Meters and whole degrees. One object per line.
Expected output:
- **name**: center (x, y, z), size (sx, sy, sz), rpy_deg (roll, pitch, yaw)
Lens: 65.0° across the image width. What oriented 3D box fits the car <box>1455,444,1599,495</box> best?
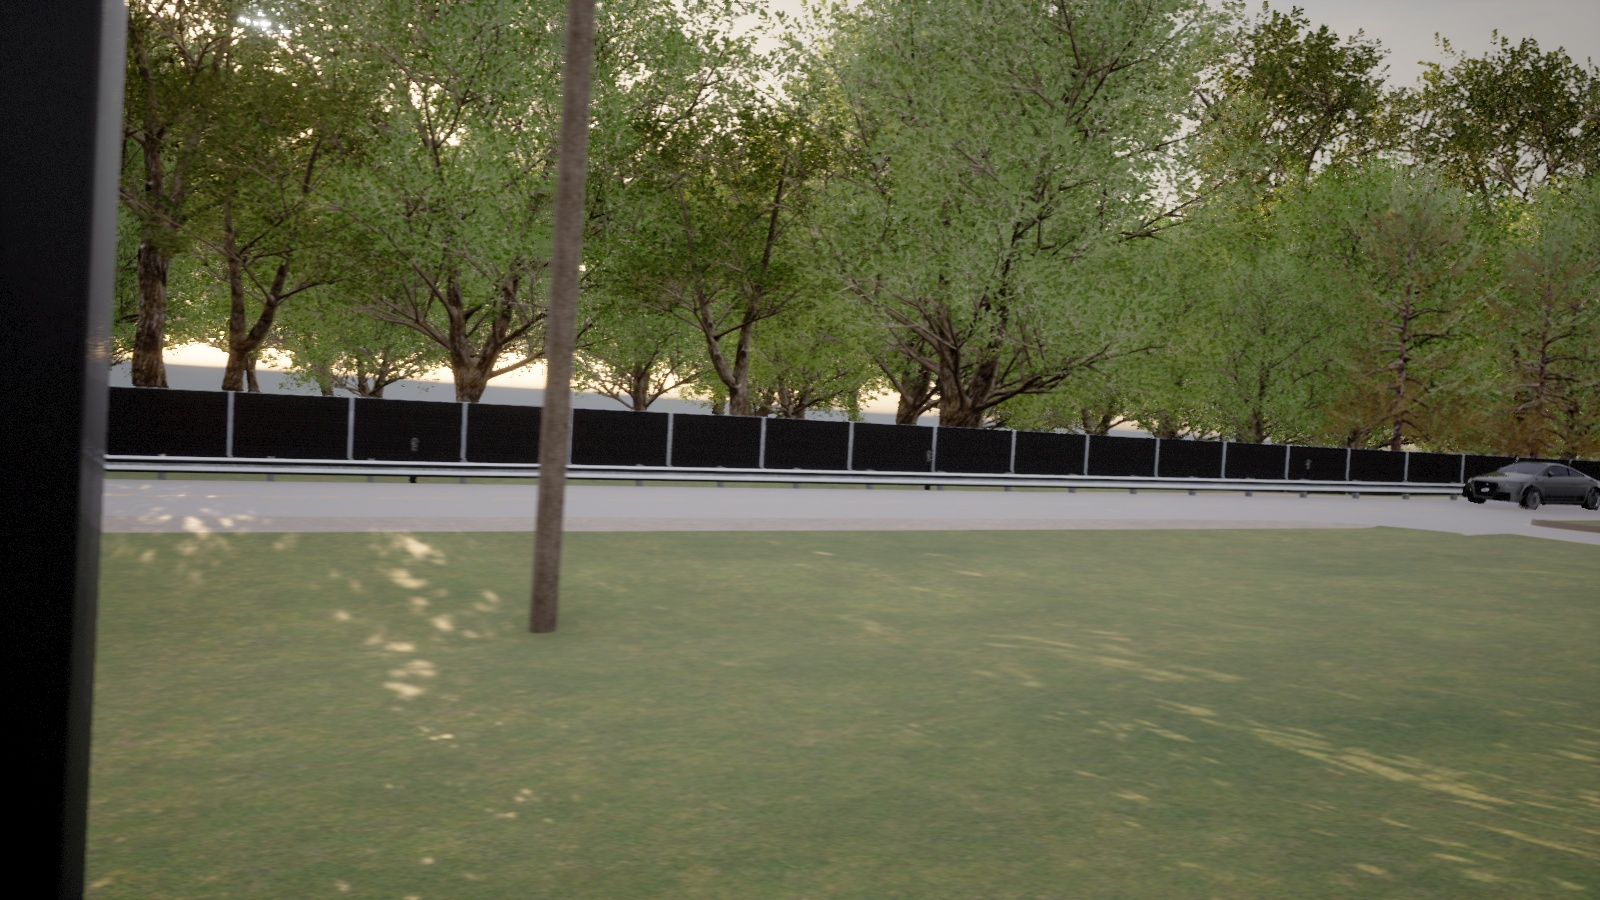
- **car**: center (22.278, 0.565, 38.084), size (4.181, 1.385, 1.994), rpy_deg (0, 3, -22)
